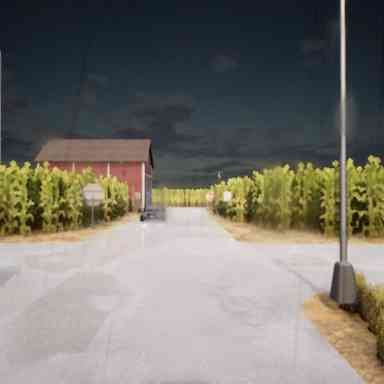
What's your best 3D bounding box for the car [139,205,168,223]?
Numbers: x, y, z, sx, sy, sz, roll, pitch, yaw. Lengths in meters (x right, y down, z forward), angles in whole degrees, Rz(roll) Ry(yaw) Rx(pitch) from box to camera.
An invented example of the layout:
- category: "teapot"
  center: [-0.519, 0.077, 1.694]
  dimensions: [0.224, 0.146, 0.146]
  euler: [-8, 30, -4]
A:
- category: "car"
  center: [-3.084, 1.754, 27.468]
  dimensions: [1.994, 1.385, 4.181]
  euler: [0, -1, 0]
